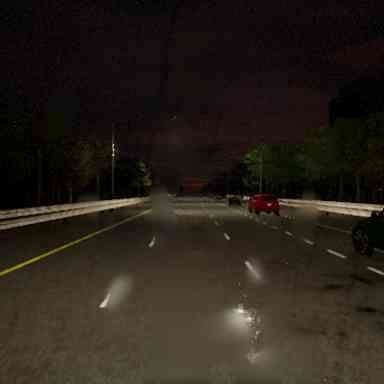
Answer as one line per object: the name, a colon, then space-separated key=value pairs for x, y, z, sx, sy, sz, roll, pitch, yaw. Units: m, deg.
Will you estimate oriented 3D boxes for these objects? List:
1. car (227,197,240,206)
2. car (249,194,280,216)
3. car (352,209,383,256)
car: x=7.132 y=1.606 z=57.075 sx=1.837 sy=1.490 sz=4.892 roll=0 pitch=0 yaw=0
car: x=7.037 y=1.250 z=32.820 sx=2.150 sy=2.045 sz=5.566 roll=0 pitch=0 yaw=0
car: x=7.003 y=1.225 z=9.985 sx=2.150 sy=2.045 sz=5.566 roll=0 pitch=0 yaw=0
